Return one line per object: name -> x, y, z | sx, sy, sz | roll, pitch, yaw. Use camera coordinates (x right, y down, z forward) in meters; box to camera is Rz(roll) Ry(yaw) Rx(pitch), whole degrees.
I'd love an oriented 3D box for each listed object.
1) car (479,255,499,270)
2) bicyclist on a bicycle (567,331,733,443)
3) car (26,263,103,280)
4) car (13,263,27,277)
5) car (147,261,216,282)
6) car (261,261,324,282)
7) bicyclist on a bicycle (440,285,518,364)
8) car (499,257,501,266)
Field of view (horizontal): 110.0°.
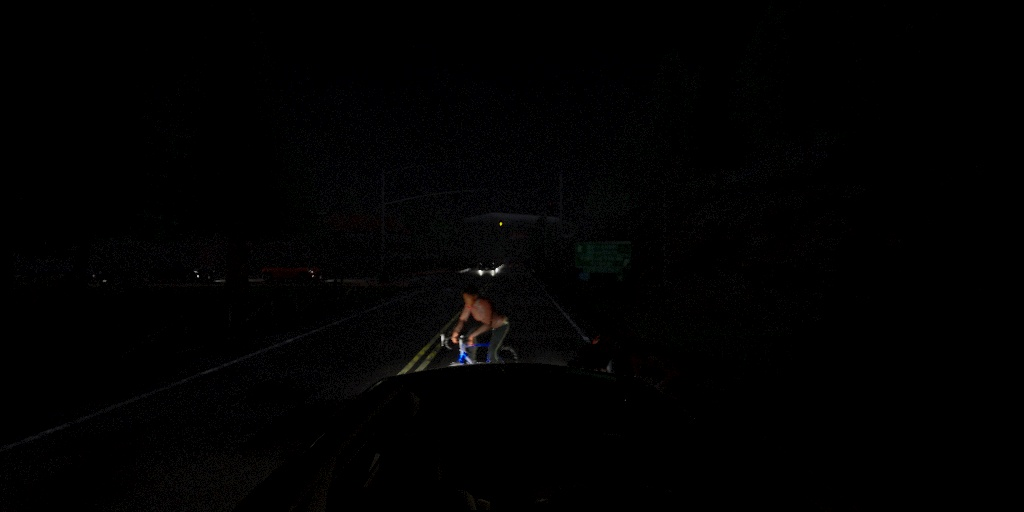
car -> -3.320, 1.040, 49.437 | 2.097, 1.767, 4.553 | 0, 0, 1
bicyclist on a bicycle -> 1.362, 1.268, 3.929 | 1.620, 0.582, 1.656 | 11, 22, -6
car -> -37.815, 1.400, 30.579 | 4.674, 1.442, 1.812 | 0, 0, 4
car -> -47.800, 1.415, 35.373 | 5.357, 1.411, 2.033 | 0, 0, 9
car -> -27.746, 1.227, 30.215 | 4.553, 1.767, 2.097 | 0, 0, 1
car -> -18.306, 1.227, 30.105 | 4.553, 1.767, 2.097 | 0, 0, 1
bicyclist on a bicycle -> -0.437, 1.200, 4.838 | 0.582, 1.620, 1.656 | 0, 2, 39
car -> -3.207, 1.277, 58.674 | 1.895, 1.301, 4.718 | 0, 0, 1
